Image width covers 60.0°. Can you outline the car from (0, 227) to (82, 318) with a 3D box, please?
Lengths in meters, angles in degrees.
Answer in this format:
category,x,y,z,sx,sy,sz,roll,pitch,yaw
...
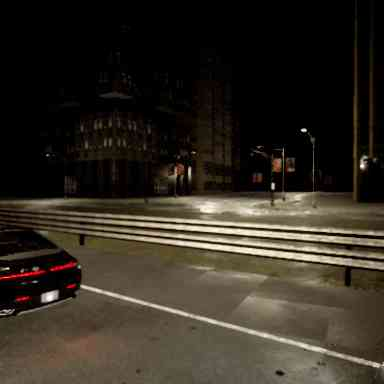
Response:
category,x,y,z,sx,sy,sz,roll,pitch,yaw
car,-4.341,1.496,6.972,4.892,1.490,1.837,0,0,36

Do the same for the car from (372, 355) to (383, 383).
category,x,y,z,sx,sy,sz,roll,pitch,yaw
car,3.703,1.550,1.353,5.357,1.411,2.033,0,0,36
